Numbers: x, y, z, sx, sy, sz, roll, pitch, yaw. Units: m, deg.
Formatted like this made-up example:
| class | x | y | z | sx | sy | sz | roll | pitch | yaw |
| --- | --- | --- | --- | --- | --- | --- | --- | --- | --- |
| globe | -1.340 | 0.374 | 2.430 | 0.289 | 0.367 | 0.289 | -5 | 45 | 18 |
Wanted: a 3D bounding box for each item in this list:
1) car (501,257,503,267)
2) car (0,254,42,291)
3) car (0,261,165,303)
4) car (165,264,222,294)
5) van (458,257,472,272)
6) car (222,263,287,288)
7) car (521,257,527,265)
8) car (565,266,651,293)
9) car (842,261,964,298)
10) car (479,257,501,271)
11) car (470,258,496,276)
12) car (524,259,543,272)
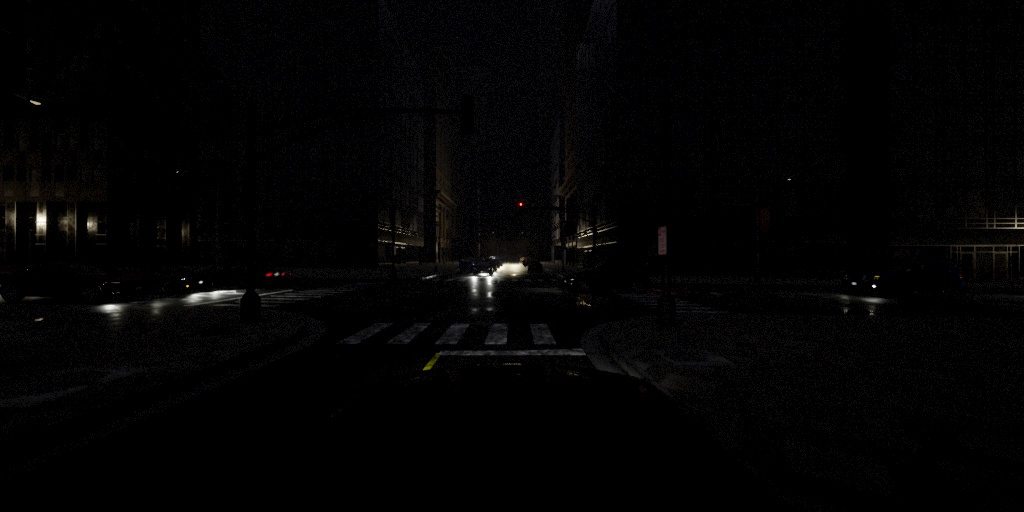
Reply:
| class | x | y | z | sx | sy | sz | roll | pitch | yaw |
| --- | --- | --- | --- | --- | --- | --- | --- | --- | --- |
| car | -2.796 | 1.225 | 56.221 | 1.812 | 1.442 | 4.674 | 0 | 0 | 0 |
| car | -27.029 | 0.760 | 17.843 | 4.553 | 1.767 | 2.097 | 1 | 0 | 0 |
| car | -17.610 | 0.994 | 14.538 | 5.008 | 1.535 | 1.882 | 1 | 0 | 0 |
| car | -17.419 | 1.094 | 17.786 | 4.181 | 1.385 | 1.994 | 1 | 0 | 0 |
| van | -5.646 | 1.058 | 45.118 | 1.690 | 1.789 | 3.998 | 0 | 0 | 0 |
| car | -16.407 | 1.103 | 21.233 | 5.357 | 1.411 | 2.033 | 1 | 0 | 0 |
| car | 2.988 | 1.270 | 62.013 | 1.802 | 1.307 | 4.207 | 0 | 0 | 0 |
| car | 5.573 | 1.332 | 21.099 | 4.892 | 1.490 | 1.837 | 2 | 0 | 0 |
| car | 22.807 | 1.301 | 21.022 | 5.566 | 2.045 | 2.150 | 1 | 0 | -1 |
| car | -2.875 | 1.207 | 46.321 | 2.128 | 1.511 | 4.902 | 0 | 0 | 0 |
| car | -2.930 | 1.252 | 37.204 | 1.812 | 1.442 | 4.674 | 0 | 0 | 0 |
| car | 2.880 | 1.283 | 45.065 | 1.948 | 1.339 | 4.313 | 0 | 0 | 0 |
